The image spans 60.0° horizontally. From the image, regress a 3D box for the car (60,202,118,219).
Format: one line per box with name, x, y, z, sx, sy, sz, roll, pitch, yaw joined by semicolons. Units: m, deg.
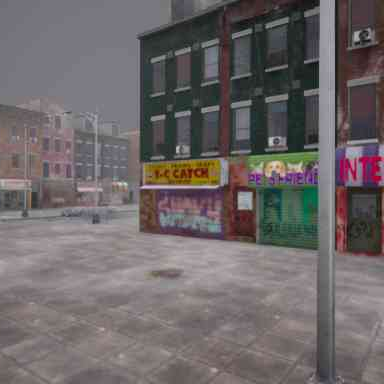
car;-8.693;1.493;28.246;1.895;1.301;4.718;0;0;35
